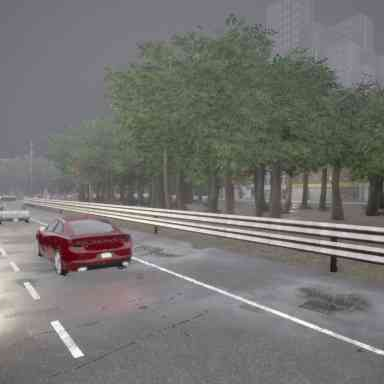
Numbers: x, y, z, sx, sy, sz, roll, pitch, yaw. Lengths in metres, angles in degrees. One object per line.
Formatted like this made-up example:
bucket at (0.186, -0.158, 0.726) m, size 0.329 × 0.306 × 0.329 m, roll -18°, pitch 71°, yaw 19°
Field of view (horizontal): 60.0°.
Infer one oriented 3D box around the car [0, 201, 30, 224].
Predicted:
car at (-13.365, 1.599, 24.611) m, size 1.895 × 1.301 × 4.718 m, roll 0°, pitch 0°, yaw -35°

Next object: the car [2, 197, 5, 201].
car at (-24.156, 1.474, 40.133) m, size 1.882 × 1.535 × 5.008 m, roll 0°, pitch 0°, yaw -35°

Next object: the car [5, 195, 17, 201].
car at (-40.220, 1.468, 73.471) m, size 1.882 × 1.535 × 5.008 m, roll 0°, pitch 0°, yaw -14°

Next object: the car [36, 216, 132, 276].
car at (-3.621, 1.494, 10.600) m, size 1.882 × 1.535 × 5.008 m, roll 0°, pitch 0°, yaw -35°
